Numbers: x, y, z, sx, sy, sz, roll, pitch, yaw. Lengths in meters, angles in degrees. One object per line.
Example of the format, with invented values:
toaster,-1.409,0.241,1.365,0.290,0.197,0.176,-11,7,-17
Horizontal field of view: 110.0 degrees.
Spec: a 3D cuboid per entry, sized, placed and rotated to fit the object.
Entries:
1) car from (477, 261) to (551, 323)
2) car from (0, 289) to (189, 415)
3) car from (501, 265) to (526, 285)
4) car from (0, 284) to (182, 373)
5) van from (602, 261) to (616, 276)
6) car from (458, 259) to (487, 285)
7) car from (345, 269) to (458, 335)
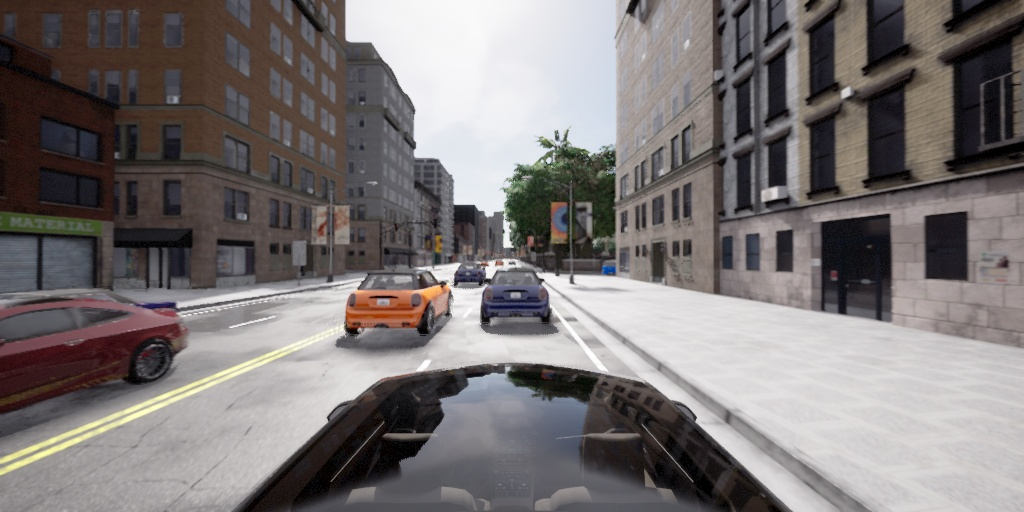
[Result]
car,0.104,1.178,12.538,2.097,1.767,4.553,0,0,0
car,-6.600,1.295,4.424,1.812,1.442,4.674,0,0,0
car,0.115,1.468,28.940,1.812,1.442,4.674,0,0,0
car,-9.847,1.390,7.306,1.895,1.301,4.718,0,0,0
van,12.183,1.426,40.369,3.998,1.789,1.690,0,0,1
car,-3.138,1.285,27.657,2.097,1.767,4.553,0,0,0
car,-3.144,1.166,10.893,2.097,1.767,4.553,0,0,0
